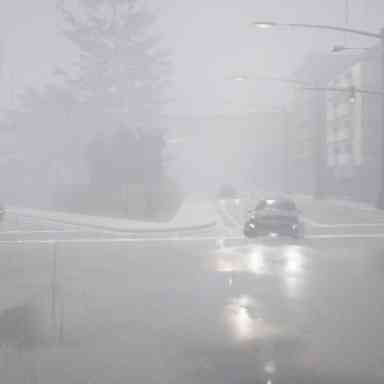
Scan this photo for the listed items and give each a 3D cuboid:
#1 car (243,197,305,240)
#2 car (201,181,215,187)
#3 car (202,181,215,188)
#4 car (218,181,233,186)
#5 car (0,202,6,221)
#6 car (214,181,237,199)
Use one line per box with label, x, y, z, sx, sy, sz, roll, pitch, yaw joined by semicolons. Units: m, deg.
car;3.436;0.915;13.566;2.033;1.411;5.357;-1;3;17
car;4.037;-1.966;81.597;1.853;1.218;4.536;-1;2;25
car;4.020;-1.806;81.556;2.038;1.542;4.974;-1;2;25
car;8.154;-2.071;81.266;1.853;1.218;4.536;-2;2;-20
car;-13.420;1.057;21.023;4.902;1.511;2.128;0;3;43
car;3.946;-0.113;37.939;1.882;1.535;5.008;-2;2;0
